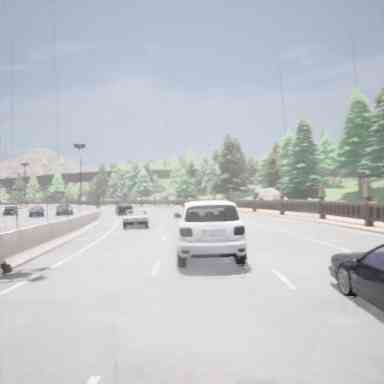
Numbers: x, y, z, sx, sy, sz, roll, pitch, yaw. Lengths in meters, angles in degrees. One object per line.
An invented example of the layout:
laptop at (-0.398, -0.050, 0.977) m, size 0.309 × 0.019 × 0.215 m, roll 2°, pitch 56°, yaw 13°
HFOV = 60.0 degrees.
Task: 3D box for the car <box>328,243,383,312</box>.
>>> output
car at (4.054, 1.484, 5.421) m, size 2.033 × 1.411 × 5.357 m, roll -2°, pitch -1°, yaw 2°

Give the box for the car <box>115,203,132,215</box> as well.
car at (-8.816, 2.177, 43.221) m, size 1.882 × 1.535 × 5.008 m, roll -1°, pitch 0°, yaw -19°

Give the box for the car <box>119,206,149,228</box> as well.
car at (-4.343, 1.992, 25.762) m, size 1.895 × 1.301 × 4.718 m, roll -2°, pitch -1°, yaw -9°

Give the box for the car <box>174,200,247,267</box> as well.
car at (0.542, 1.329, 12.113) m, size 2.150 × 2.045 × 5.566 m, roll -2°, pitch -1°, yaw -2°
